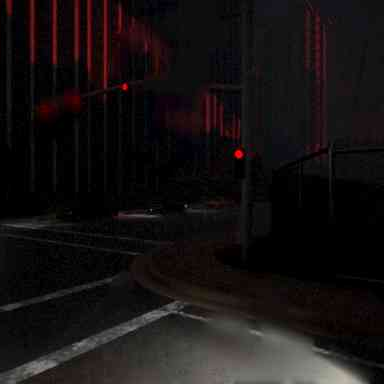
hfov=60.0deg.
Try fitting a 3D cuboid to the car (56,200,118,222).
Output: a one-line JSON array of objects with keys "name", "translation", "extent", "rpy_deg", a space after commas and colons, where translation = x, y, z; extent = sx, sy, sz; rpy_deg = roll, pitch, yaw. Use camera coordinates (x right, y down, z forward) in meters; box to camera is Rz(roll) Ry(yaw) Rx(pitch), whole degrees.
[{"name": "car", "translation": [-8.008, 1.422, 25.830], "extent": [1.882, 1.535, 5.008], "rpy_deg": [0, 0, 36]}]

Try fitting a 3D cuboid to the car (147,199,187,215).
[{"name": "car", "translation": [-2.476, 1.449, 33.577], "extent": [1.837, 1.490, 4.892], "rpy_deg": [0, 0, 36]}]

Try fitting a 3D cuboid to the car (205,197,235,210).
[{"name": "car", "translation": [3.587, 1.422, 42.059], "extent": [1.882, 1.535, 5.008], "rpy_deg": [0, 0, 36]}]
